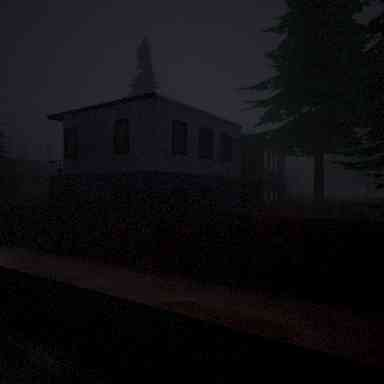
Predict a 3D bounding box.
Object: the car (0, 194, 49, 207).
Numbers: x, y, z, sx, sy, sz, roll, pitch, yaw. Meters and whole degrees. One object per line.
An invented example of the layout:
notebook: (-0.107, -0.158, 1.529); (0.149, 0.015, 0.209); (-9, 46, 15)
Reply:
car: (-14.753, 1.202, 29.570); (2.150, 2.045, 5.566); (0, 0, 27)
